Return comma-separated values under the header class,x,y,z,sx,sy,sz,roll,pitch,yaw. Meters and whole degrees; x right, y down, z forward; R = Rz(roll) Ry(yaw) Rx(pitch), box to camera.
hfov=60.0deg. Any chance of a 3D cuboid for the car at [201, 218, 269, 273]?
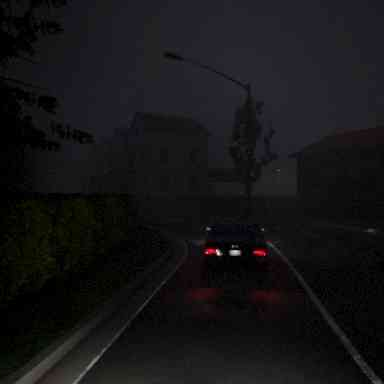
class,x,y,z,sx,sy,sz,roll,pitch,yaw
car,1.366,1.535,10.667,2.033,1.411,5.357,0,0,7
